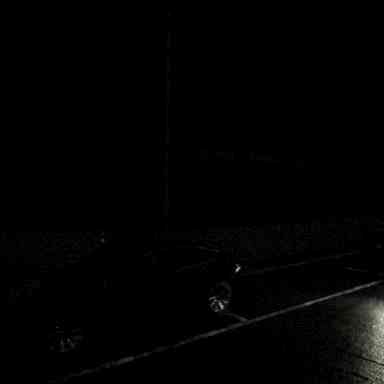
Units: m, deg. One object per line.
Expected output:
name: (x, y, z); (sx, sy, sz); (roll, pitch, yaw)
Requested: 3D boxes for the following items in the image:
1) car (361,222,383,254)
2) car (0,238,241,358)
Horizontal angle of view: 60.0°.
car: (8.157, 1.618, 12.571); (4.507, 1.381, 1.887); (0, 0, -35)
car: (-1.003, 1.580, 6.040); (4.313, 1.339, 1.947); (0, 0, -35)
